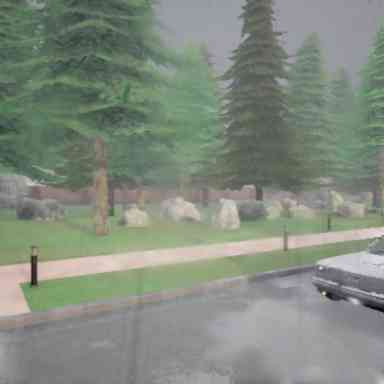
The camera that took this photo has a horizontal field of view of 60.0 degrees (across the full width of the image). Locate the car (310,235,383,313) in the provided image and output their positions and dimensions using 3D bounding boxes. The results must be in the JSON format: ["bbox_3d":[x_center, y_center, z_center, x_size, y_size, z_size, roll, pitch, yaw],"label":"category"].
[{"bbox_3d":[4.652,1.556,6.852,4.718,1.301,1.895,0,1,-32],"label":"car"}]
